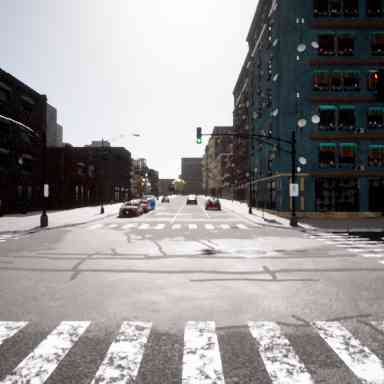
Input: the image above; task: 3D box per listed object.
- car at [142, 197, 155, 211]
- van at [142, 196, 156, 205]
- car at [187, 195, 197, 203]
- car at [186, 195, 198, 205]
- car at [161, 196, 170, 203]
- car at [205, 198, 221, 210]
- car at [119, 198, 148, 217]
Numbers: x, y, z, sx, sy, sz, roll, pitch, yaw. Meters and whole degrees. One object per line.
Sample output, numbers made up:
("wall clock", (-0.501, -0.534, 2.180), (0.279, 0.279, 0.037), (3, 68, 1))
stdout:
("car", (-5.682, 1.554, 37.396), (1.887, 1.381, 4.507), (1, 0, 0))
("van", (-5.679, 1.352, 43.083), (1.690, 1.788, 3.998), (1, 0, 0))
("car", (-0.010, 1.376, 69.811), (2.128, 1.511, 4.902), (0, 0, 0))
("car", (-0.009, 1.579, 59.801), (1.994, 1.385, 4.181), (0, 0, 0))
("car", (-5.687, 1.601, 71.516), (1.802, 1.307, 4.206), (1, 0, 0))
("car", (2.699, 1.450, 43.145), (1.967, 1.590, 4.097), (1, 0, 0))
("car", (-5.758, 1.552, 31.714), (1.887, 1.381, 4.507), (1, 0, 0))
